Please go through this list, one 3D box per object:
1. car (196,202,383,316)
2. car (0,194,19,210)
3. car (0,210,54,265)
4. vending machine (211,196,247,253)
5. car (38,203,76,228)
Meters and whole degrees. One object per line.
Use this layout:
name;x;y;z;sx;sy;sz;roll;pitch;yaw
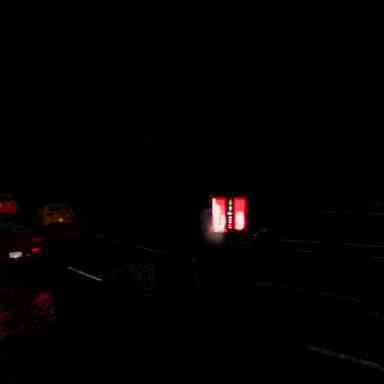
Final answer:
car;2.691;1.221;6.446;5.566;2.045;2.150;0;0;39
car;-16.270;1.212;28.664;2.150;2.045;5.566;0;0;-26
car;-6.209;1.523;10.742;1.812;1.442;4.674;0;0;-39
vending machine;1.436;1.194;12.947;1.100;2.100;0.880;0;0;-43
car;-8.787;1.473;21.484;1.882;1.535;5.008;0;0;-28
